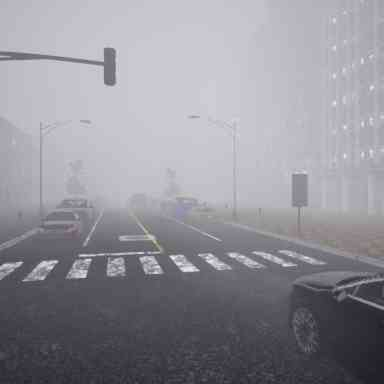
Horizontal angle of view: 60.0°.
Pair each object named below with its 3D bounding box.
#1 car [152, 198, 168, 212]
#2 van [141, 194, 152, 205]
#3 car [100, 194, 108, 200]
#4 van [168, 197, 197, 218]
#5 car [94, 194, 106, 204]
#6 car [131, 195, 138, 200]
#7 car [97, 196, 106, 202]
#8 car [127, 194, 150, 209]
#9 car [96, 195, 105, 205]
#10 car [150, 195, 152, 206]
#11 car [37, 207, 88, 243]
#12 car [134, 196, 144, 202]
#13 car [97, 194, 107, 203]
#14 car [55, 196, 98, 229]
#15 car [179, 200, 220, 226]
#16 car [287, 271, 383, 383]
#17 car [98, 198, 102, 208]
[{"bbox_3d":[-3.224,1.560,39.523,2.008,1.369,4.403,0,0,-13],"label":"car"},{"bbox_3d":[-8.379,1.356,61.121,1.690,1.788,3.998,0,0,-13],"label":"van"},{"bbox_3d":[-24.268,1.466,91.567,1.967,1.590,4.097,0,0,-13],"label":"car"},{"bbox_3d":[-0.643,1.348,28.726,1.690,1.788,3.998,0,0,-13],"label":"van"},{"bbox_3d":[-17.820,1.331,64.571,2.192,1.841,5.009,0,0,-13],"label":"car"},{"bbox_3d":[-16.157,1.552,93.681,1.752,1.417,4.829,0,0,-13],"label":"car"},{"bbox_3d":[-20.361,1.545,75.204,1.752,1.417,4.829,0,0,-13],"label":"car"},{"bbox_3d":[-7.621,1.233,46.785,2.150,2.045,5.566,0,0,-13],"label":"car"},{"bbox_3d":[-13.913,1.536,48.208,1.752,1.417,4.829,0,0,-13],"label":"car"},{"bbox_3d":[-5.802,1.578,50.322,1.947,1.339,4.313,0,0,-13],"label":"car"},{"bbox_3d":[-6.216,1.585,15.978,1.802,1.307,4.206,0,0,-13],"label":"car"},{"bbox_3d":[-12.250,1.586,77.318,1.947,1.339,4.313,0,0,-13],"label":"car"},{"bbox_3d":[-16.532,1.565,59.171,2.008,1.369,4.403,0,0,-13],"label":"car"},{"bbox_3d":[-7.504,1.319,21.377,2.192,1.841,5.009,0,0,-13],"label":"car"},{"bbox_3d":[0.605,1.531,23.491,1.752,1.417,4.829,0,0,-13],"label":"car"},{"bbox_3d":[2.759,1.492,3.306,2.128,1.511,4.902,0,0,-13],"label":"car"},{"bbox_3d":[-10.085,1.558,32.175,2.008,1.369,4.403,0,0,-13],"label":"car"}]
